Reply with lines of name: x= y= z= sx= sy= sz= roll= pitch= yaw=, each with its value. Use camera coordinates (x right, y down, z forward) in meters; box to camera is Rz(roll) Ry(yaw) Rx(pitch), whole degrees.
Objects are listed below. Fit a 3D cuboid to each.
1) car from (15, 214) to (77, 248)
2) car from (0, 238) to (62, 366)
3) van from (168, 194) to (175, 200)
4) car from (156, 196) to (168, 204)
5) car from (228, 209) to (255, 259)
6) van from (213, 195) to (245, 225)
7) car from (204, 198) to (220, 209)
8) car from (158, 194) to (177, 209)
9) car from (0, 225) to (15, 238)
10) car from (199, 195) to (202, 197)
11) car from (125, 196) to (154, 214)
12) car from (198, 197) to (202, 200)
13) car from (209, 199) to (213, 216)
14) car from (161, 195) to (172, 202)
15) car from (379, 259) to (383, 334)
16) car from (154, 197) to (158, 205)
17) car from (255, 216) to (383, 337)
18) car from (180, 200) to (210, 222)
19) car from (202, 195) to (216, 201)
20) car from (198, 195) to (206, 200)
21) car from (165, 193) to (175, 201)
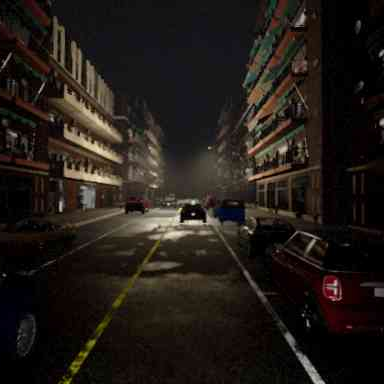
car: x=-5.683 y=1.520 z=12.152 sx=1.752 sy=1.417 sz=4.829 roll=1 pitch=0 yaw=0
car: x=-3.103 y=1.524 z=3.158 sx=1.812 sy=1.442 sz=4.674 roll=0 pitch=0 yaw=0
van: x=-5.710 y=1.335 z=91.585 sx=1.690 sy=1.788 sz=3.998 roll=1 pitch=0 yaw=0
car: x=-5.703 y=1.515 z=63.108 sx=1.752 sy=1.417 sz=4.829 roll=1 pitch=0 yaw=0
car: x=2.697 y=1.546 z=12.286 sx=2.008 sy=1.369 sz=4.403 roll=1 pitch=0 yaw=0
van: x=2.695 y=1.333 z=23.609 sx=1.690 sy=1.788 sz=3.998 roll=1 pitch=0 yaw=0
car: x=2.684 y=1.555 z=46.256 sx=1.947 sy=1.339 sz=4.313 roll=1 pitch=0 yaw=0
car: x=-3.017 y=1.430 z=45.183 sx=2.128 sy=1.511 sz=4.902 roll=0 pitch=0 yaw=0
car: x=-5.681 y=1.522 z=6.491 sx=1.752 sy=1.417 sz=4.829 roll=1 pitch=0 yaw=0
car: x=2.680 y=1.540 z=57.580 sx=2.008 sy=1.369 sz=4.403 roll=1 pitch=0 yaw=0
car: x=-5.688 y=1.305 z=34.969 sx=2.192 sy=1.841 sz=5.009 roll=1 pitch=0 yaw=0
car: x=0.085 y=1.591 z=40.909 sx=1.895 sy=1.301 sz=4.718 roll=0 pitch=0 yaw=0
car: x=2.690 y=1.573 z=29.270 sx=1.802 sy=1.307 sz=4.206 roll=1 pitch=0 yaw=0
car: x=-5.705 y=1.430 z=74.601 sx=1.967 sy=1.590 sz=4.097 roll=1 pitch=0 yaw=0
car: x=2.703 y=1.440 z=0.963 sx=1.967 sy=1.590 sz=4.097 roll=1 pitch=0 yaw=0
car: x=-5.700 y=1.540 z=57.615 sx=2.008 sy=1.369 sz=4.403 roll=1 pitch=0 yaw=0
car: x=2.700 y=1.437 z=6.624 sx=1.967 sy=1.590 sz=4.097 roll=1 pitch=0 yaw=0
car: x=0.089 y=1.555 z=25.857 sx=1.994 sy=1.385 sz=4.181 roll=0 pitch=0 yaw=0
car: x=2.690 y=1.305 z=40.593 sx=2.192 sy=1.841 sz=5.009 roll=1 pitch=0 yaw=0
car: x=2.671 y=1.539 z=91.550 sx=1.887 sy=1.381 sz=4.507 roll=1 pitch=0 yaw=0
car: x=-5.708 y=1.308 z=85.924 sx=2.192 sy=1.841 sz=5.009 roll=1 pitch=0 yaw=0
